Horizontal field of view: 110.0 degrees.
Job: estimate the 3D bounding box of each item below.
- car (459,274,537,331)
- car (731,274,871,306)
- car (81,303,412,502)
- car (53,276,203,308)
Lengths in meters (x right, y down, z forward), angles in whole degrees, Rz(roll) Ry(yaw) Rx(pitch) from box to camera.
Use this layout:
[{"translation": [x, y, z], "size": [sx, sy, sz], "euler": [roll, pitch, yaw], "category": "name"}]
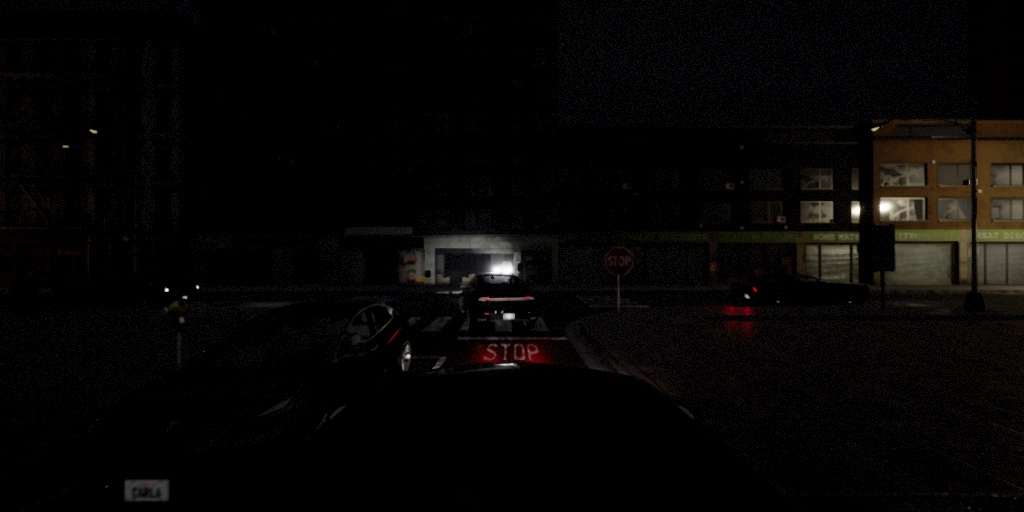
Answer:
[{"translation": [-0.575, 1.317, 11.398], "size": [2.128, 1.511, 4.902], "euler": [0, 0, -12], "category": "car"}, {"translation": [12.259, 1.425, 15.342], "size": [4.718, 1.301, 1.895], "euler": [0, 0, 0], "category": "car"}, {"translation": [-2.634, 1.338, 4.768], "size": [1.948, 1.339, 4.313], "euler": [0, 0, 0], "category": "car"}, {"translation": [-16.267, 1.493, 15.397], "size": [4.718, 1.301, 1.895], "euler": [0, 0, 0], "category": "car"}]
